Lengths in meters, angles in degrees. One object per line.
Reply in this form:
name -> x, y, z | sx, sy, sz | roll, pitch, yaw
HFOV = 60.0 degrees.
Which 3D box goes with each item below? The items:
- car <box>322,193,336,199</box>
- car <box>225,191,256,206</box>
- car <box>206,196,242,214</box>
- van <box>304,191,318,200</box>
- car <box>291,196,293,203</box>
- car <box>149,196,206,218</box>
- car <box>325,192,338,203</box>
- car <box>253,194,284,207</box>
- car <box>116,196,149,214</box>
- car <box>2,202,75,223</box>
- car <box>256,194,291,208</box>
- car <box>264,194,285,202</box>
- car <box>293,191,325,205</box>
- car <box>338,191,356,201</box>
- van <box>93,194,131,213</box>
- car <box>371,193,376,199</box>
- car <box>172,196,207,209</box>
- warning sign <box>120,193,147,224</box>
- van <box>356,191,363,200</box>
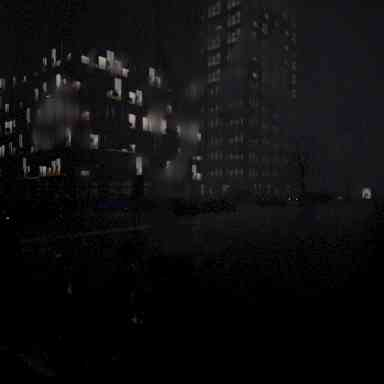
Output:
car -> 33.025, 0.829, 80.236 | 1.947, 1.339, 4.313 | 1, 1, 40
car -> 5.915, 0.855, 44.449 | 2.150, 2.045, 5.566 | 0, 1, 41
car -> 2.504, 1.320, 31.469 | 1.947, 1.339, 4.313 | 1, 1, 40
van -> 25.639, 0.695, 71.578 | 1.690, 1.788, 3.998 | 1, 1, 40
car -> 17.043, 1.137, 52.757 | 1.895, 1.301, 4.718 | 0, 1, 40
car -> -1.146, 1.241, 27.104 | 1.967, 1.590, 4.097 | 1, 1, 40
car -> 20.921, 0.840, 53.141 | 2.192, 1.841, 5.009 | 1, 1, 40
car -> 10.360, 1.111, 44.853 | 2.128, 1.511, 4.902 | 0, 1, 41
car -> -4.774, 1.329, 31.966 | 1.994, 1.385, 4.181 | 0, 1, 41
car -> -11.201, 1.447, 24.444 | 1.895, 1.301, 4.718 | 0, 1, 38
car -> 9.840, 1.244, 40.165 | 1.802, 1.307, 4.206 | 1, 1, 40
car -> 14.558, 1.057, 58.601 | 1.947, 1.339, 4.313 | 1, 1, 40
car -> 17.228, 0.885, 48.815 | 2.192, 1.841, 5.009 | 1, 1, 40
car -> 28.417, 0.957, 61.927 | 1.752, 1.417, 4.829 | 1, 1, 40
van -> -7.692, 1.107, 32.716 | 1.690, 1.788, 3.998 | 1, 1, 40
car -> 39.386, 0.848, 74.779 | 2.008, 1.369, 4.403 | 1, 1, 40
car -> -0.221, 1.219, 41.300 | 1.887, 1.381, 4.507 | 1, 1, 40
warning sign -> -3.643, 0.977, 20.726 | 1.300, 1.860, 1.060 | 0, 0, 40
van -> 35.694, 0.683, 70.449 | 1.690, 1.788, 3.998 | 1, 1, 40
